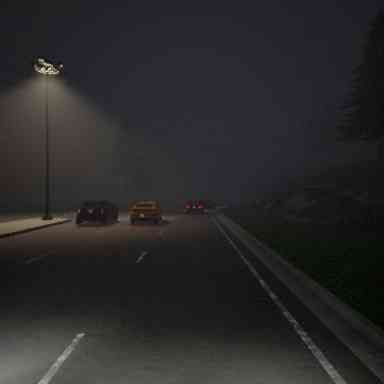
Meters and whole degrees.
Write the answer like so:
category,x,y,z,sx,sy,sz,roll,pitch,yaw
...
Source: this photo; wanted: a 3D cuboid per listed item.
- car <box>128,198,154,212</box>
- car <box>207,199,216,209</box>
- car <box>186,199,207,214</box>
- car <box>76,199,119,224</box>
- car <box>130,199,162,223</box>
category,x,y,z,sx,sy,sz,roll,pitch,yaw
car,-6.107,1.526,40.410,1.812,1.442,4.674,0,0,8
car,1.929,1.564,44.450,1.994,1.385,4.181,0,0,14
car,0.334,1.547,35.218,2.033,1.411,5.357,0,0,3
car,-6.897,1.352,24.723,2.097,1.767,4.553,0,0,0
car,-3.397,1.478,25.159,1.882,1.535,5.008,0,0,0
